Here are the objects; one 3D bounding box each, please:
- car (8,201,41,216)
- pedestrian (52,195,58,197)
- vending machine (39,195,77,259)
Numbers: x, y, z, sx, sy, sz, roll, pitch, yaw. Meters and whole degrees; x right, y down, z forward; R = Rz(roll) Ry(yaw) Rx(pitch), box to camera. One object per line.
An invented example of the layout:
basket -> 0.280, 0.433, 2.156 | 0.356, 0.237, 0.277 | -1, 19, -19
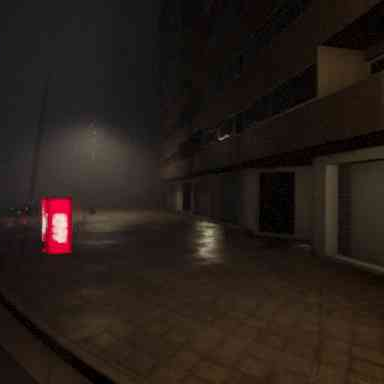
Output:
car -> -15.765, 1.510, 31.540 | 1.895, 1.301, 4.718 | 1, 0, -13
pedestrian -> -5.093, 1.022, 12.327 | 0.375, 1.860, 0.375 | 1, 0, -30
vending machine -> -4.760, 1.174, 11.759 | 1.100, 2.100, 0.880 | 1, 0, -31
